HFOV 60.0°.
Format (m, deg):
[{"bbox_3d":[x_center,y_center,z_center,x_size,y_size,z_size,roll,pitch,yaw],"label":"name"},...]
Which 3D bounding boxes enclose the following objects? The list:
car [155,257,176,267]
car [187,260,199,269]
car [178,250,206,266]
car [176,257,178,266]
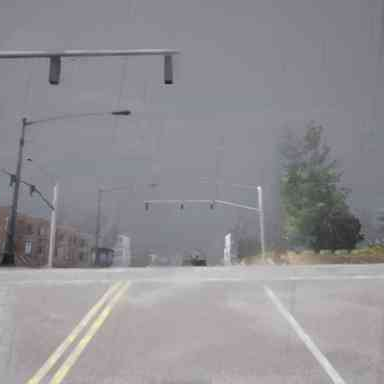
[{"bbox_3d":[-3.435,8.766,41.014,2.033,1.411,5.357,-1,-13,0],"label":"car"},{"bbox_3d":[0.242,13.746,62.749,2.128,1.511,4.902,-1,-13,0],"label":"car"},{"bbox_3d":[0.172,5.346,26.643,2.033,1.411,5.357,-1,-13,0],"label":"car"},{"bbox_3d":[-3.303,12.245,57.291,2.150,2.045,5.566,-1,-13,0],"label":"car"}]
